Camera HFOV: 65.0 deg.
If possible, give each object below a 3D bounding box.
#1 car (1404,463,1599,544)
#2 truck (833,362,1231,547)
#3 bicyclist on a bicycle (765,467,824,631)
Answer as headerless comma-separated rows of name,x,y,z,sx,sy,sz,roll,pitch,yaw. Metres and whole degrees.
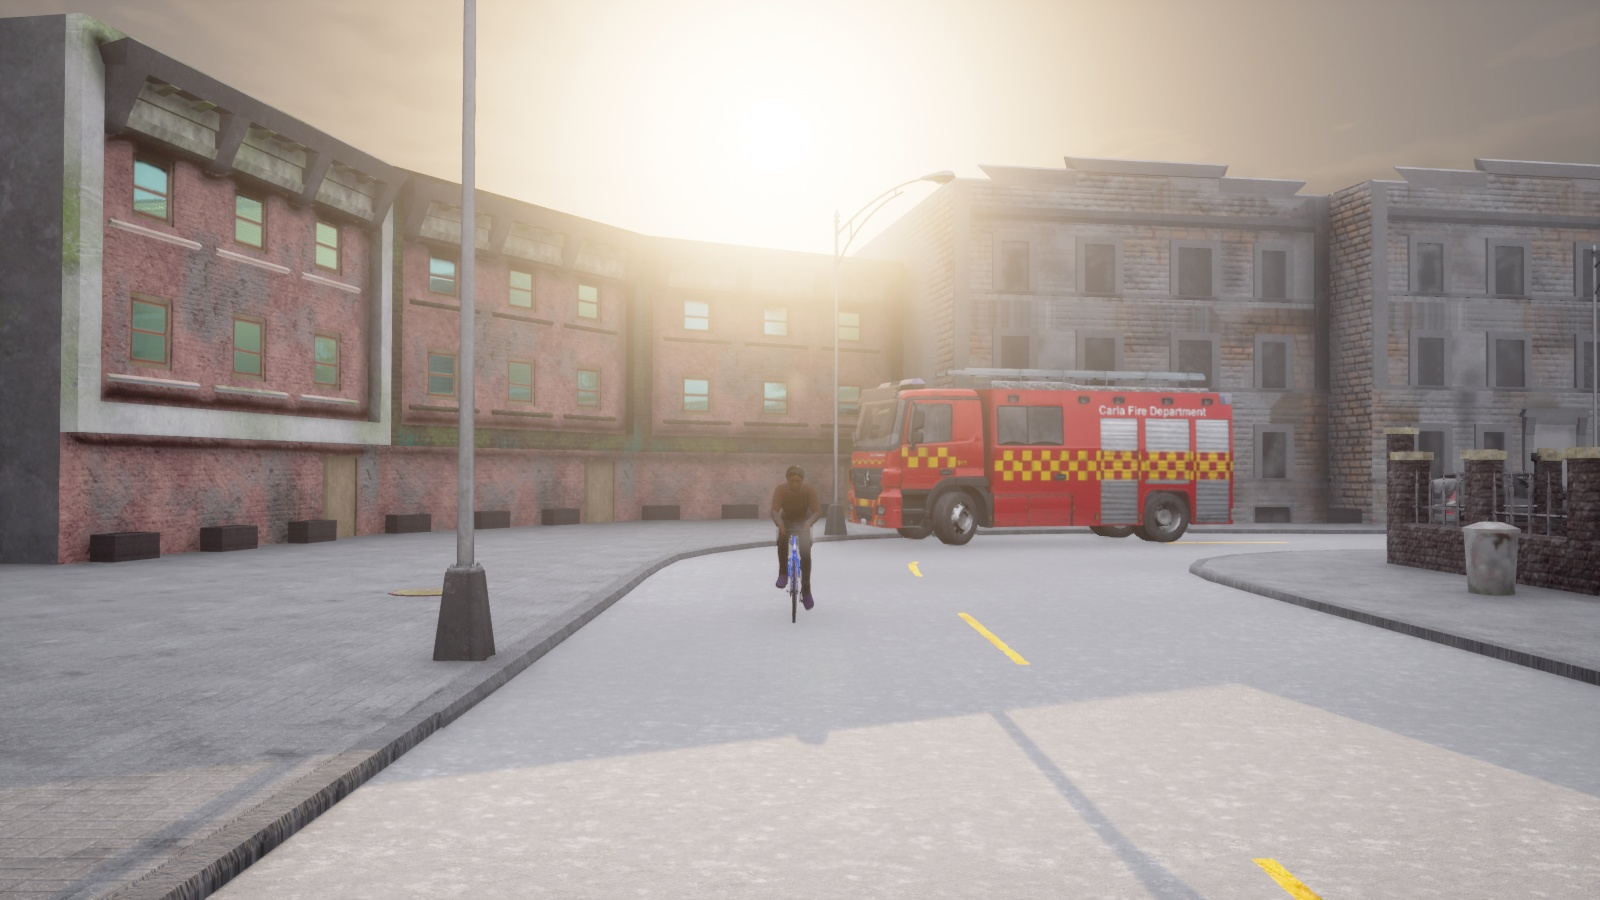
car,15.032,1.091,26.185,3.988,1.617,1.851,0,-1,-1
truck,5.227,0.100,28.534,8.468,3.827,2.891,0,0,-16
bicyclist on a bicycle,-0.048,0.990,13.295,0.582,1.620,1.656,0,-1,0
